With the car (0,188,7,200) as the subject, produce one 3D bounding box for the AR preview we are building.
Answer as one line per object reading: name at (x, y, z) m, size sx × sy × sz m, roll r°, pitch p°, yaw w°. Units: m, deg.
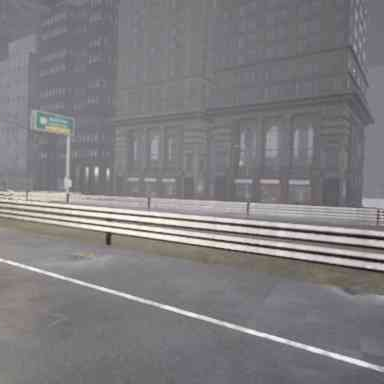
car at (-27.161, 0.155, 44.823) m, size 4.553 × 1.767 × 2.097 m, roll 2°, pitch 1°, yaw 17°
